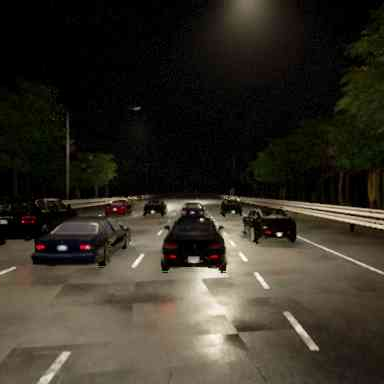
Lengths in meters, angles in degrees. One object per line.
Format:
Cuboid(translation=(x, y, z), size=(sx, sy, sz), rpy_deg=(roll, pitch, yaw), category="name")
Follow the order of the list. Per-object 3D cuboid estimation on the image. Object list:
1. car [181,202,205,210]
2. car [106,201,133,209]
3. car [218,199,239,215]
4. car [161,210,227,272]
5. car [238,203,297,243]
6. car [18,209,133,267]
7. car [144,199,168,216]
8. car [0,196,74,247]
Cuboid(translation=(0.070, 1.516, 26.322), size=(2.033, 1.411, 5.357), rpy_deg=(0, 0, 0), category="car")
Cuboid(translation=(-6.909, 1.528, 31.816), size=(1.994, 1.385, 4.181), rpy_deg=(0, 0, 0), category="car")
Cuboid(translation=(3.591, 1.469, 31.328), size=(1.837, 1.490, 4.892), rpy_deg=(0, 0, 0), category="car")
Cuboid(translation=(0.063, 1.511, 10.587), size=(1.812, 1.442, 4.674), rpy_deg=(0, 0, 0), category="car")
Cuboid(translation=(3.589, 1.483, 16.056), size=(1.837, 1.490, 4.892), rpy_deg=(0, 0, 0), category="car")
Cuboid(translation=(-3.427, 1.532, 11.335), size=(2.033, 1.411, 5.357), rpy_deg=(0, 0, 0), category="car")
Cuboid(translation=(-3.408, 1.469, 31.444), size=(1.837, 1.490, 4.892), rpy_deg=(0, 0, 0), category="car")
Cuboid(translation=(-6.913, 1.201, 14.951), size=(2.150, 2.045, 5.566), rpy_deg=(0, 0, 0), category="car")
